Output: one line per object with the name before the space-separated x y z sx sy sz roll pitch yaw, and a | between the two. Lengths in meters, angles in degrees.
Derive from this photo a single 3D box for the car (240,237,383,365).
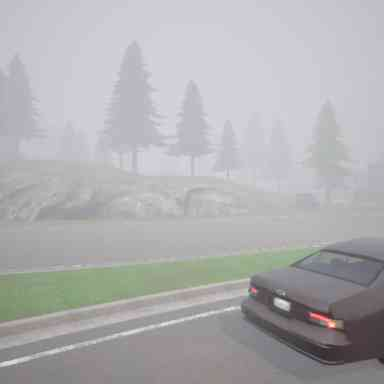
car | 3.391 1.504 5.556 5.357 1.411 2.033 -1 0 -28
